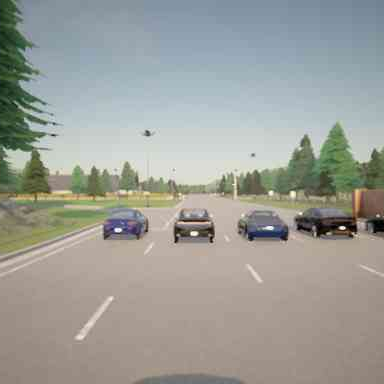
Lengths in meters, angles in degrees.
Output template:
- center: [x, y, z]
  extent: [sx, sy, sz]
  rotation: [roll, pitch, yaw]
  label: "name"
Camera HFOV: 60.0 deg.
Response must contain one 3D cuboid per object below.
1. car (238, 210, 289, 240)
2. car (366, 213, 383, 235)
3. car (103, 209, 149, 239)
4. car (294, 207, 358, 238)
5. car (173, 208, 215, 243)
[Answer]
- center: [3.597, 1.643, 17.374]
  extent: [1.994, 1.385, 4.181]
  rotation: [0, 0, 0]
  label: "car"
- center: [10.597, 1.567, 16.608]
  extent: [2.128, 1.511, 4.902]
  rotation: [0, 0, 0]
  label: "car"
- center: [-3.426, 1.606, 17.648]
  extent: [1.812, 1.442, 4.674]
  rotation: [0, 0, -1]
  label: "car"
- center: [7.098, 1.560, 18.179]
  extent: [1.882, 1.535, 5.008]
  rotation: [0, 0, 0]
  label: "car"
- center: [0.096, 1.567, 16.608]
  extent: [2.128, 1.511, 4.902]
  rotation: [0, 0, 0]
  label: "car"
